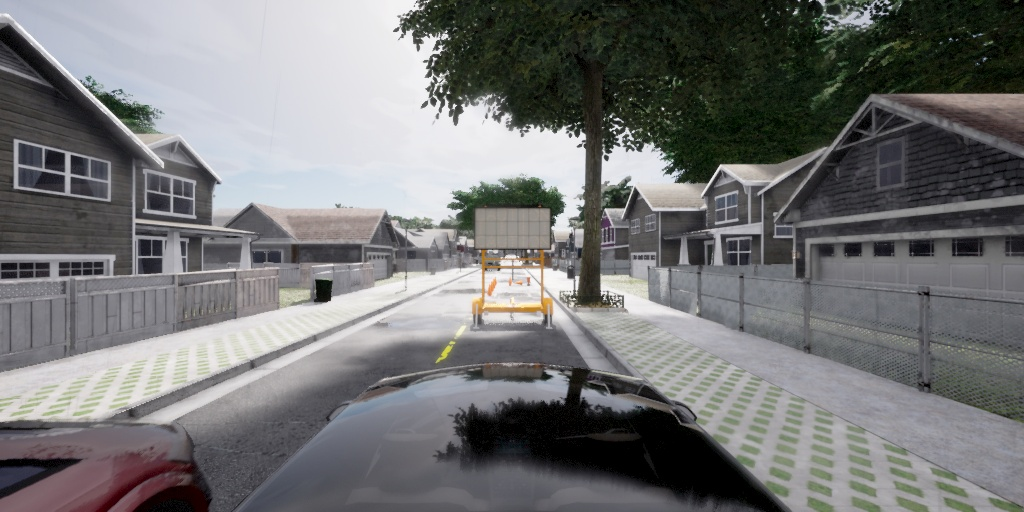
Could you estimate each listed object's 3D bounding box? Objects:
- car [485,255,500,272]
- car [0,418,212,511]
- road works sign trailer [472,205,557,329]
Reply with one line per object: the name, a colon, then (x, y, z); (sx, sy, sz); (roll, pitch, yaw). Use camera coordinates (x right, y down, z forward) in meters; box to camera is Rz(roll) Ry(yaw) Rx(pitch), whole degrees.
car: (-2.663, 0.922, 46.605); (2.150, 2.045, 5.566); (0, 0, 0)
car: (-2.856, 1.314, 0.466); (1.994, 1.385, 4.181); (0, 0, 0)
road works sign trailer: (0.023, 0.212, 11.233); (2.380, 3.560, 2.880); (0, 0, 0)
